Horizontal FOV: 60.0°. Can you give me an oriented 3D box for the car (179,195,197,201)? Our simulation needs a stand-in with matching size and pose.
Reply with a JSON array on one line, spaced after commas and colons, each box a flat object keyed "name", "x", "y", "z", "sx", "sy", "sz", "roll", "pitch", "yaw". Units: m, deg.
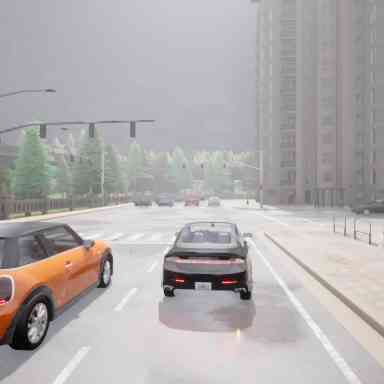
[{"name": "car", "x": -0.875, "y": 1.540, "z": 82.776, "sx": 2.033, "sy": 1.411, "sz": 5.357, "roll": 0, "pitch": 0, "yaw": 29}]

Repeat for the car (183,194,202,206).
[{"name": "car", "x": 0.134, "y": 1.352, "z": 54.853, "sx": 2.097, "sy": 1.767, "sz": 4.553, "roll": 0, "pitch": 0, "yaw": 4}]

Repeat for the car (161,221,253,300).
[{"name": "car", "x": 0.500, "y": 1.492, "z": 8.443, "sx": 2.128, "sy": 1.511, "sz": 4.902, "roll": 0, "pitch": 0, "yaw": 7}]

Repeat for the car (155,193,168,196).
[{"name": "car", "x": -6.087, "y": 1.221, "z": 67.070, "sx": 2.150, "sy": 2.045, "sz": 5.566, "roll": 0, "pitch": 0, "yaw": 6}]

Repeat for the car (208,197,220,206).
[{"name": "car", "x": 3.714, "y": 1.525, "z": 55.951, "sx": 1.812, "sy": 1.442, "sz": 4.674, "roll": 0, "pitch": 0, "yaw": 4}]

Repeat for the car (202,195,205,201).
[{"name": "car", "x": 1.309, "y": 1.355, "z": 79.604, "sx": 2.097, "sy": 1.767, "sz": 4.553, "roll": 0, "pitch": 0, "yaw": 29}]

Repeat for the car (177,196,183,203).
[{"name": "car", "x": -2.384, "y": 1.506, "z": 68.675, "sx": 1.837, "sy": 1.490, "sz": 4.892, "roll": 0, "pitch": 0, "yaw": 9}]

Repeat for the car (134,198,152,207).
[{"name": "car", "x": -7.378, "y": 1.601, "z": 50.387, "sx": 1.895, "sy": 1.301, "sz": 4.718, "roll": 0, "pitch": 0, "yaw": 4}]

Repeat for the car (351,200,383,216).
[{"name": "car", "x": 18.463, "y": 1.560, "z": 33.159, "sx": 4.892, "sy": 1.490, "sz": 1.837, "roll": 0, "pitch": 0, "yaw": 3}]

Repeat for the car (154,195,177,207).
[{"name": "car", "x": -3.913, "y": 1.563, "z": 49.638, "sx": 1.994, "sy": 1.385, "sz": 4.181, "roll": 0, "pitch": 0, "yaw": 4}]

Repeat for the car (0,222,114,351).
[{"name": "car", "x": -3.106, "y": 1.352, "z": 6.444, "sx": 2.097, "sy": 1.767, "sz": 4.553, "roll": 0, "pitch": 0, "yaw": 4}]
